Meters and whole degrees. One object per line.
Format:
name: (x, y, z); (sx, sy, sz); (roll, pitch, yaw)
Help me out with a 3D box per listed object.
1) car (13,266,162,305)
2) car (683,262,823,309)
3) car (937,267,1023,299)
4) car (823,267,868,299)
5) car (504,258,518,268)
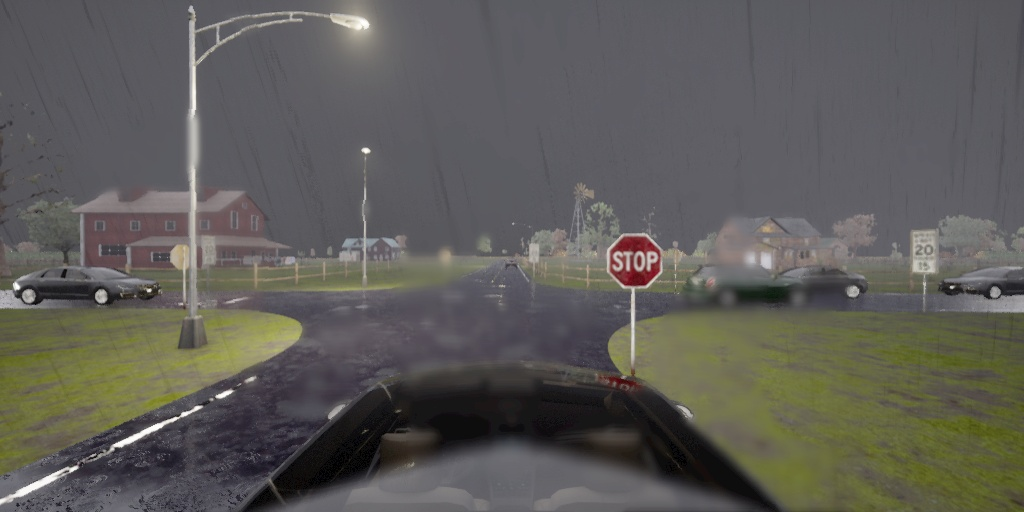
car: (-17.472, 1.182, 14.892); (4.892, 1.490, 1.837); (0, 0, 0)
car: (9.574, 1.117, 14.687); (4.553, 1.767, 2.097); (0, 0, -6)
car: (24.121, 1.313, 17.696); (4.892, 1.490, 1.837); (0, 0, 1)
car: (14.607, 1.276, 17.732); (4.892, 1.490, 1.837); (0, 0, 0)
car: (-0.129, 1.139, 57.384); (1.837, 1.490, 4.892); (0, 0, 0)
